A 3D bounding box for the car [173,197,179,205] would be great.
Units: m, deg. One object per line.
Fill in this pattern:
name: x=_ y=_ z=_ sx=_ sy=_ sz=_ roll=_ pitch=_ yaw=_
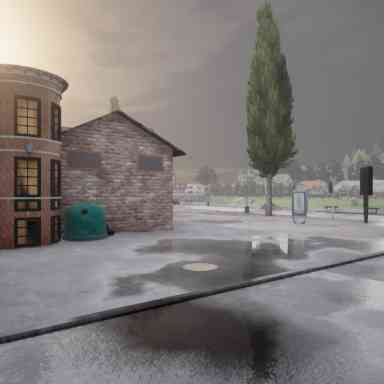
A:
car: x=-4.027 y=1.526 z=59.532 sx=1.812 sy=1.442 sz=4.674 roll=0 pitch=0 yaw=-35
